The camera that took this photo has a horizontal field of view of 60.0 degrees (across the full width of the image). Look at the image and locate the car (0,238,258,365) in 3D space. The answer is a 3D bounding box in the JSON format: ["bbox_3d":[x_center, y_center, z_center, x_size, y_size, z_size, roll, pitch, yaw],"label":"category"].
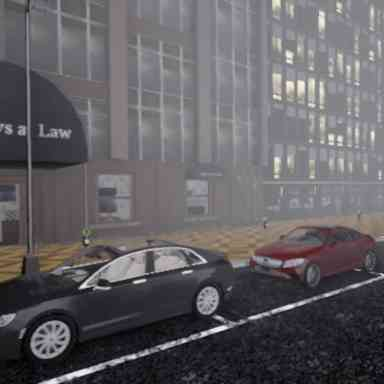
[{"bbox_3d":[-1.205,1.541,5.710,4.403,1.369,2.008,0,0,-35],"label":"car"}]

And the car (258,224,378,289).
[{"bbox_3d":[3.424,1.548,9.009,4.206,1.307,1.802,0,0,-35],"label":"car"}]
